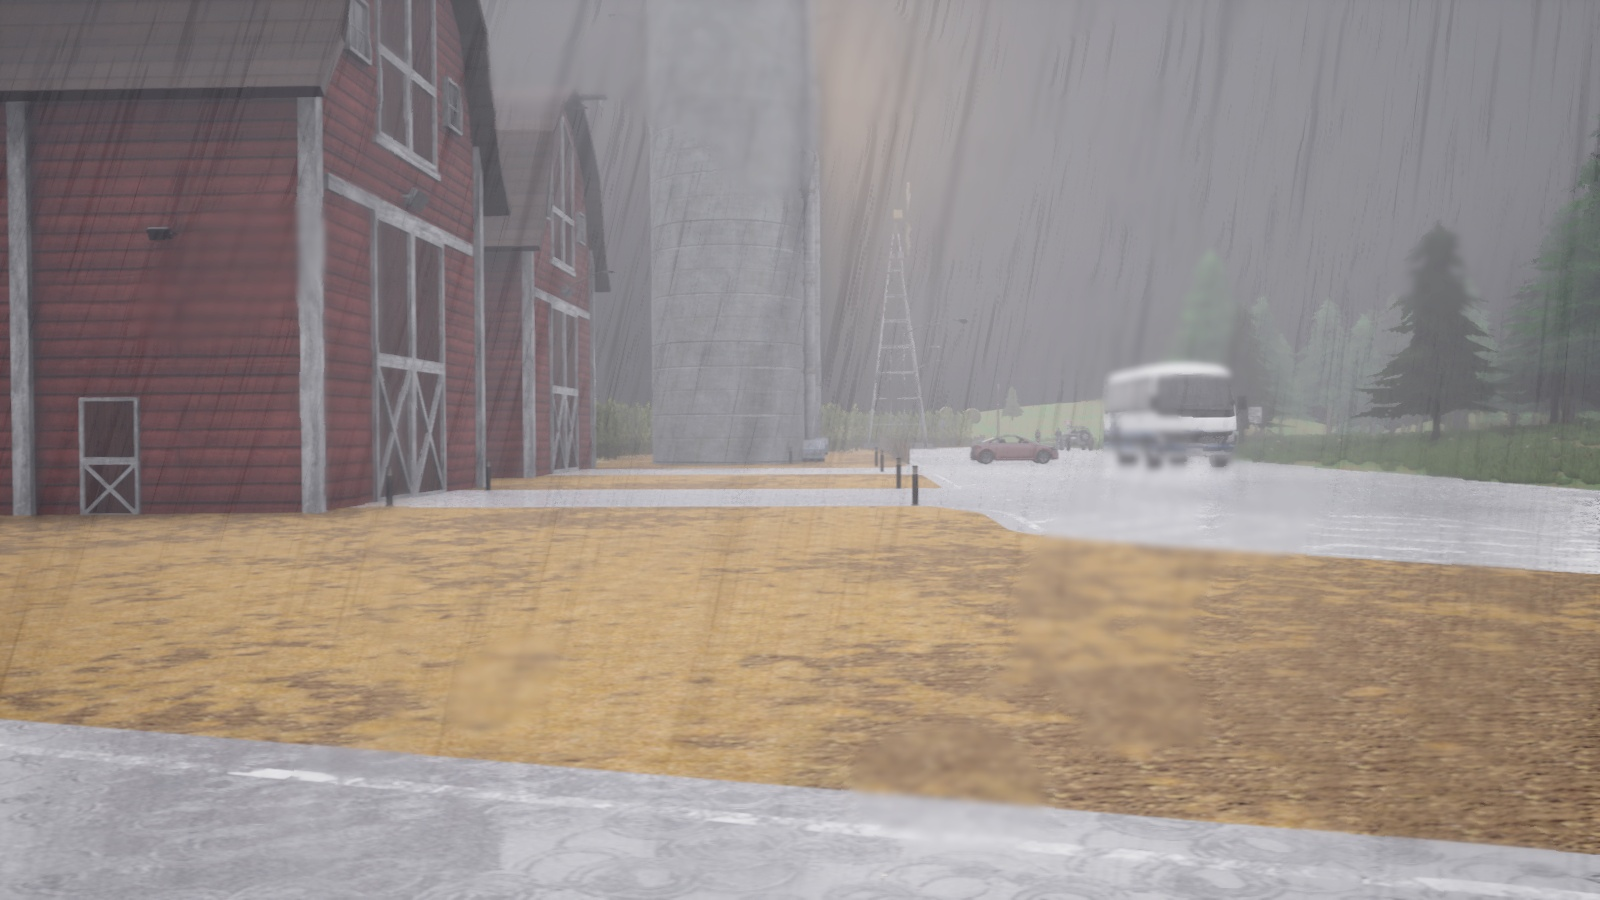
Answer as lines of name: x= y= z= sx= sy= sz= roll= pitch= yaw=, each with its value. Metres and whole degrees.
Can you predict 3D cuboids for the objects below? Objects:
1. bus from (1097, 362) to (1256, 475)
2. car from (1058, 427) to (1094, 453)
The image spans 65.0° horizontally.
bus: x=15.435 y=-1.269 z=52.575 sx=3.944 sy=4.253 sz=10.273 roll=0 pitch=1 yaw=2
car: x=20.685 y=-0.722 z=94.226 sx=1.932 sy=1.855 sz=4.605 roll=0 pitch=-1 yaw=3
